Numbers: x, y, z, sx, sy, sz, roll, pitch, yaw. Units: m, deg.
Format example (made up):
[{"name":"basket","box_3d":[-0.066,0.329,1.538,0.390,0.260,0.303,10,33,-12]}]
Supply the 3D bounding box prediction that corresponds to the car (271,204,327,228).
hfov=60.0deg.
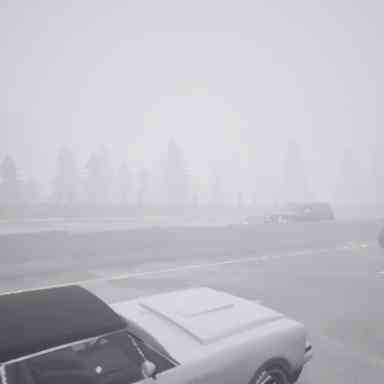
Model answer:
[{"name":"car","box_3d":[8.915,1.953,27.534,4.553,1.767,2.097,2,-1,-35]}]

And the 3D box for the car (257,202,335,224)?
[{"name":"car","box_3d":[7.206,1.681,22.022,5.566,2.045,2.150,2,-1,-35]}]

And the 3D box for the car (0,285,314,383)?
[{"name":"car","box_3d":[-1.010,1.608,3.026,4.718,1.301,1.895,0,0,-35]}]

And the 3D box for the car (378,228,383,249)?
[{"name":"car","box_3d":[10.449,1.949,15.498,4.674,1.442,1.812,2,-1,-35]}]

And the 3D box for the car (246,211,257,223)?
[{"name":"car","box_3d":[6.906,2.166,30.400,4.181,1.385,1.994,2,-1,-35]}]
